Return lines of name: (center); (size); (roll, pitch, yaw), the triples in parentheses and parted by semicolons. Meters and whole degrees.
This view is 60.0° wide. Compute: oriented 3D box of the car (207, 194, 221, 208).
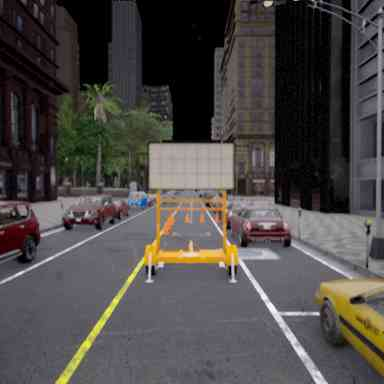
car: (2.708, 1.197, 30.327); (2.008, 1.369, 4.403); (0, 1, 0)

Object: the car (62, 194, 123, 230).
car: (-5.800, 1.086, 19.473); (2.192, 1.841, 5.009); (0, 1, 0)

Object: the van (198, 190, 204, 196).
van: (2.601, 0.224, 94.719); (1.690, 1.788, 3.998); (0, 1, 0)

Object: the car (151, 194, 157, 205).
car: (-5.835, 0.963, 41.177); (1.967, 1.590, 4.097); (0, 1, 0)

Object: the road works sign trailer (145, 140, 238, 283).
road works sign trailer: (-0.016, 0.353, 9.310); (2.380, 3.560, 2.880); (0, 1, 0)

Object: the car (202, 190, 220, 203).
car: (2.689, 0.837, 41.174); (2.192, 1.841, 5.009); (0, 1, 0)

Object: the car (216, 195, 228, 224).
car: (2.726, 1.210, 19.476); (1.967, 1.590, 4.097); (0, 1, 0)

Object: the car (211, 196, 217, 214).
car: (2.716, 1.253, 24.903); (1.887, 1.381, 4.507); (0, 1, 0)

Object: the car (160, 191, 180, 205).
car: (-3.138, 0.968, 46.475); (1.837, 1.490, 4.892); (0, 0, 0)

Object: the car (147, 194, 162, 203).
car: (-5.853, 0.978, 52.030); (1.802, 1.307, 4.206); (0, 1, 0)

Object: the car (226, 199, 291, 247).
car: (2.735, 1.273, 14.052); (1.967, 1.590, 4.097); (0, 1, 0)

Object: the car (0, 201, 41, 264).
car: (-5.781, 1.211, 8.621); (2.192, 1.841, 5.009); (0, 1, 0)

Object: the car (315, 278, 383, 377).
car: (2.753, 1.483, 3.374); (1.752, 1.417, 4.829); (0, 1, 0)

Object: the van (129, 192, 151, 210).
van: (-5.827, 0.926, 35.750); (1.690, 1.788, 3.998); (0, 1, 0)

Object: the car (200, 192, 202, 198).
car: (2.672, 0.962, 52.027); (1.947, 1.339, 4.313); (0, 1, 0)

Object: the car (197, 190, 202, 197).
car: (2.629, 0.647, 78.461); (1.947, 1.339, 4.313); (0, 1, 0)

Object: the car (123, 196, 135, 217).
car: (-5.808, 1.253, 24.901); (1.887, 1.381, 4.507); (0, 1, 0)

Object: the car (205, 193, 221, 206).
car: (2.699, 1.108, 35.921); (1.752, 1.417, 4.829); (0, 1, 0)
